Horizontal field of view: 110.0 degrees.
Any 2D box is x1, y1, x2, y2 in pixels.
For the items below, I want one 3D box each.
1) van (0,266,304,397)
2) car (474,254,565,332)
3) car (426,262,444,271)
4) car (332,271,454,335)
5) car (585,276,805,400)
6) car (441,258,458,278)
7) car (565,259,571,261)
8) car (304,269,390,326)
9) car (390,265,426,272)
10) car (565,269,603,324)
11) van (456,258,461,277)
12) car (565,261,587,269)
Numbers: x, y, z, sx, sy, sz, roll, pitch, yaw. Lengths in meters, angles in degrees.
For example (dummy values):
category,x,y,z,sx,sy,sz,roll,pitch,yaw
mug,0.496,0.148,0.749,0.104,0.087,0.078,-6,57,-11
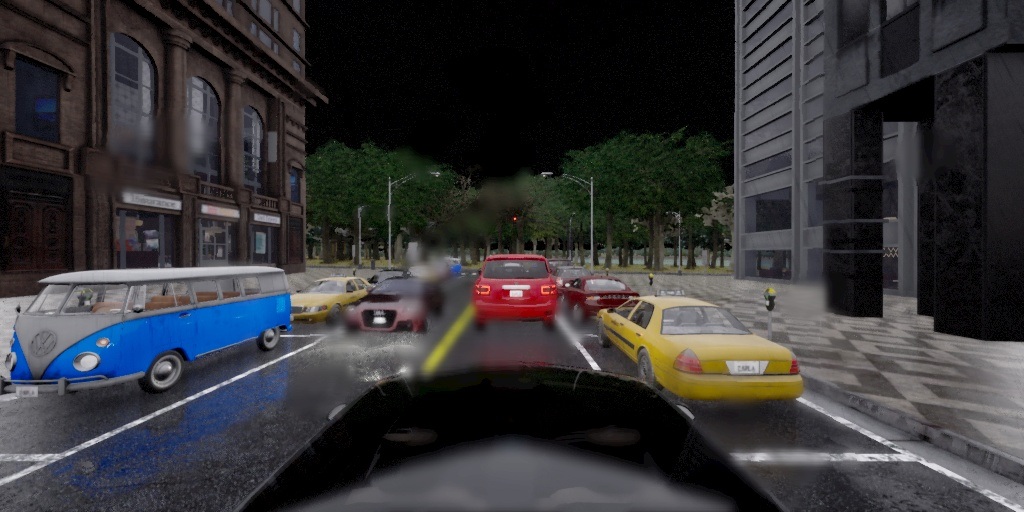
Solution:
category,x,y,z,sx,sy,sz,roll,pitch,yaw
van,-5.762,1.091,6.360,1.690,1.789,3.998,0,0,0
car,0.105,0.972,11.053,2.150,2.045,5.566,0,0,0
car,-5.759,1.278,22.502,1.751,1.417,4.829,0,0,0
car,-3.096,1.314,10.370,1.994,1.385,4.181,0,0,0
car,2.763,1.275,6.527,1.751,1.417,4.829,0,0,0
car,-5.758,1.193,28.109,1.967,1.591,4.097,0,0,0
car,2.766,1.067,22.670,2.192,1.841,5.009,0,0,0
car,-5.761,1.276,11.627,1.751,1.417,4.829,0,0,0
car,-5.760,1.317,17.234,1.948,1.339,4.313,0,0,0
car,2.764,1.295,11.795,1.888,1.381,4.507,0,0,0
van,-5.756,1.096,33.547,1.690,1.789,3.998,0,0,0
car,2.765,1.191,17.232,1.967,1.591,4.097,0,0,0
